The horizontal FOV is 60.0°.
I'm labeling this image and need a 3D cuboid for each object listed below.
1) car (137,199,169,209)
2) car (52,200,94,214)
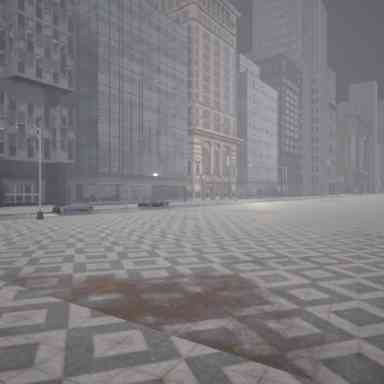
[{"bbox_3d":[-5.230,1.595,45.407,1.895,1.301,4.718,0,0,35],"label":"car"},{"bbox_3d":[-12.509,1.577,35.174,1.994,1.385,4.181,0,0,37],"label":"car"}]
